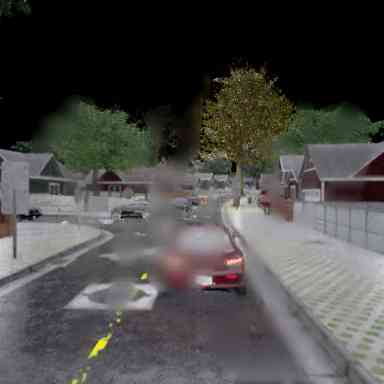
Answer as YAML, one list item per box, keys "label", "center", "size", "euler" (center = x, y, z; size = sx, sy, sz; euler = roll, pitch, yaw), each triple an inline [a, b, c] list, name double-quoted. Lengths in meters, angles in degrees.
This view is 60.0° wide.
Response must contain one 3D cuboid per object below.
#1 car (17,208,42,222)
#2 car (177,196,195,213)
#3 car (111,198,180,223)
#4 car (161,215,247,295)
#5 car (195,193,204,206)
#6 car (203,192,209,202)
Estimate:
- label: "car"
  center: [-12.523, 1.278, 21.907]
  size: [4.718, 1.301, 1.895]
  euler: [1, 0, 3]
- label: "car"
  center: [-1.132, 1.322, 35.249]
  size: [1.837, 1.490, 4.892]
  euler: [0, 1, 6]
- label: "car"
  center: [-3.668, 1.326, 23.803]
  size: [4.902, 1.511, 2.128]
  euler: [1, -1, 33]
- label: "car"
  center: [0.285, 1.493, 8.541]
  size: [1.812, 1.442, 4.674]
  euler: [0, 0, 1]
- label: "car"
  center: [0.132, 1.235, 47.125]
  size: [2.033, 1.411, 5.357]
  euler: [0, 1, 7]
- label: "car"
  center: [1.873, 0.894, 59.770]
  size: [2.097, 1.767, 4.553]
  euler: [0, 1, 9]
